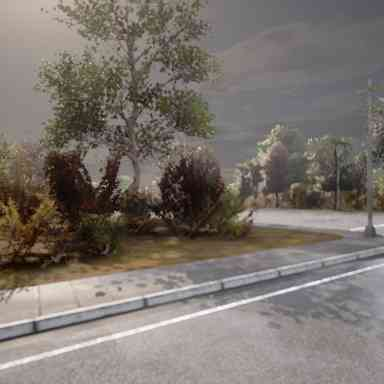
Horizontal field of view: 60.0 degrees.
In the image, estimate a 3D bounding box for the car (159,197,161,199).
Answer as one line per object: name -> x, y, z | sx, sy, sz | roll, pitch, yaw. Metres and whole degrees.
car -> -5.340, 1.812, 53.077 | 5.566, 2.045, 2.150 | -1, -1, 40
